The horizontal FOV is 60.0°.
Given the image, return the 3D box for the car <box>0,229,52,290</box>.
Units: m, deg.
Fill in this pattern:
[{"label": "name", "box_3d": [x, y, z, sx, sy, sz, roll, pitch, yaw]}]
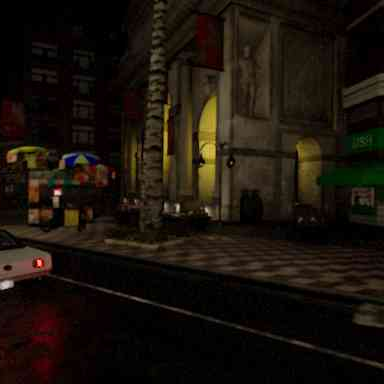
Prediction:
[{"label": "car", "box_3d": [-5.389, 1.476, 7.708, 4.718, 1.301, 1.895, 1, 1, 35]}]
